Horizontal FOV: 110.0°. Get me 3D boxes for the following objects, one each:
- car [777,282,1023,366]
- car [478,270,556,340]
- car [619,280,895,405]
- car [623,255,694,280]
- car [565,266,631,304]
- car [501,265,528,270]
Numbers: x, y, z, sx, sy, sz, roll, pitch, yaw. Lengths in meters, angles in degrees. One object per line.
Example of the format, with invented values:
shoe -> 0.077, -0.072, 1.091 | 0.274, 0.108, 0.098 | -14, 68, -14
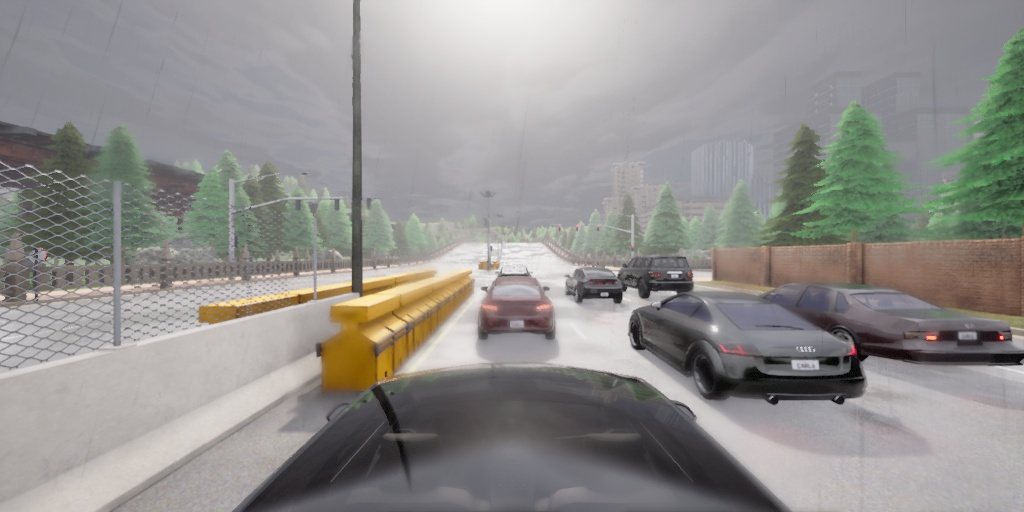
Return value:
car -> 7.106, 1.297, 8.099 | 2.033, 1.411, 5.357 | 0, 0, 0
car -> 0.108, 1.275, 9.863 | 1.812, 1.442, 4.674 | 0, 0, 0
car -> 3.607, 1.314, 6.435 | 1.994, 1.385, 4.181 | 0, 0, -1
car -> 7.114, 0.971, 18.341 | 2.150, 2.045, 5.566 | 0, 0, 0
car -> 3.613, 1.254, 16.401 | 1.837, 1.490, 4.892 | 0, 0, 0
car -> 0.116, 1.241, 19.109 | 2.128, 1.511, 4.902 | 0, 0, 0
